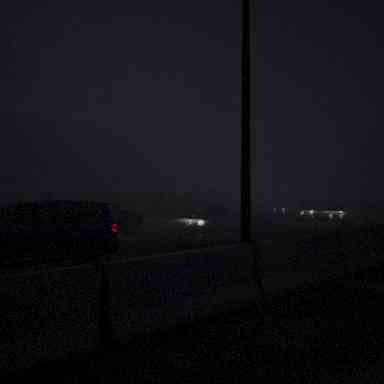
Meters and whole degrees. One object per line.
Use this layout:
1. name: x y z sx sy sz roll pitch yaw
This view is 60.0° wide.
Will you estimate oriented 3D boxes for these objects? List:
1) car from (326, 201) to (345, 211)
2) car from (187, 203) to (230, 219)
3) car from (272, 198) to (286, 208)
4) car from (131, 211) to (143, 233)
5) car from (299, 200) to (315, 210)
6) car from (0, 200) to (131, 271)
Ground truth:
1. car: 19.018 1.833 44.259 1.994 1.385 4.181 0 0 16
2. car: 1.675 1.716 31.374 2.033 1.411 5.357 0 0 34
3. car: 14.349 1.823 55.278 1.837 1.490 4.892 0 0 8
4. car: -5.009 1.579 18.364 4.902 1.511 2.128 0 0 -43
5. car: 16.116 1.841 46.711 1.994 1.385 4.181 0 0 15
6. car: -4.799 1.262 9.350 5.566 2.045 2.150 0 0 -38
